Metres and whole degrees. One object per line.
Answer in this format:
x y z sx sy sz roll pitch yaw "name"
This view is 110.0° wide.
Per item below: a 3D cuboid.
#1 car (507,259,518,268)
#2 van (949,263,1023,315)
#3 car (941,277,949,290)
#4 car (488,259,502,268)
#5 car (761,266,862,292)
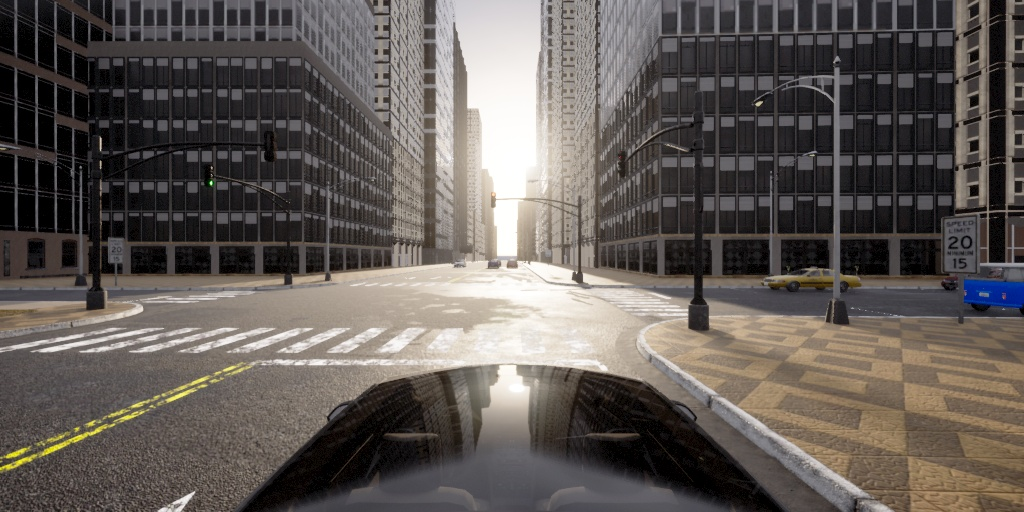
0.039 1.425 63.657 1.994 1.385 4.181 0 0 0 "car"
18.365 1.119 12.474 3.998 1.789 1.690 0 0 2 "van"
26.933 1.356 20.155 4.207 1.307 1.802 0 0 2 "car"
-3.212 1.335 62.826 1.882 1.535 5.008 0 0 0 "car"
17.099 1.293 20.646 4.829 1.417 1.751 0 0 2 "car"
